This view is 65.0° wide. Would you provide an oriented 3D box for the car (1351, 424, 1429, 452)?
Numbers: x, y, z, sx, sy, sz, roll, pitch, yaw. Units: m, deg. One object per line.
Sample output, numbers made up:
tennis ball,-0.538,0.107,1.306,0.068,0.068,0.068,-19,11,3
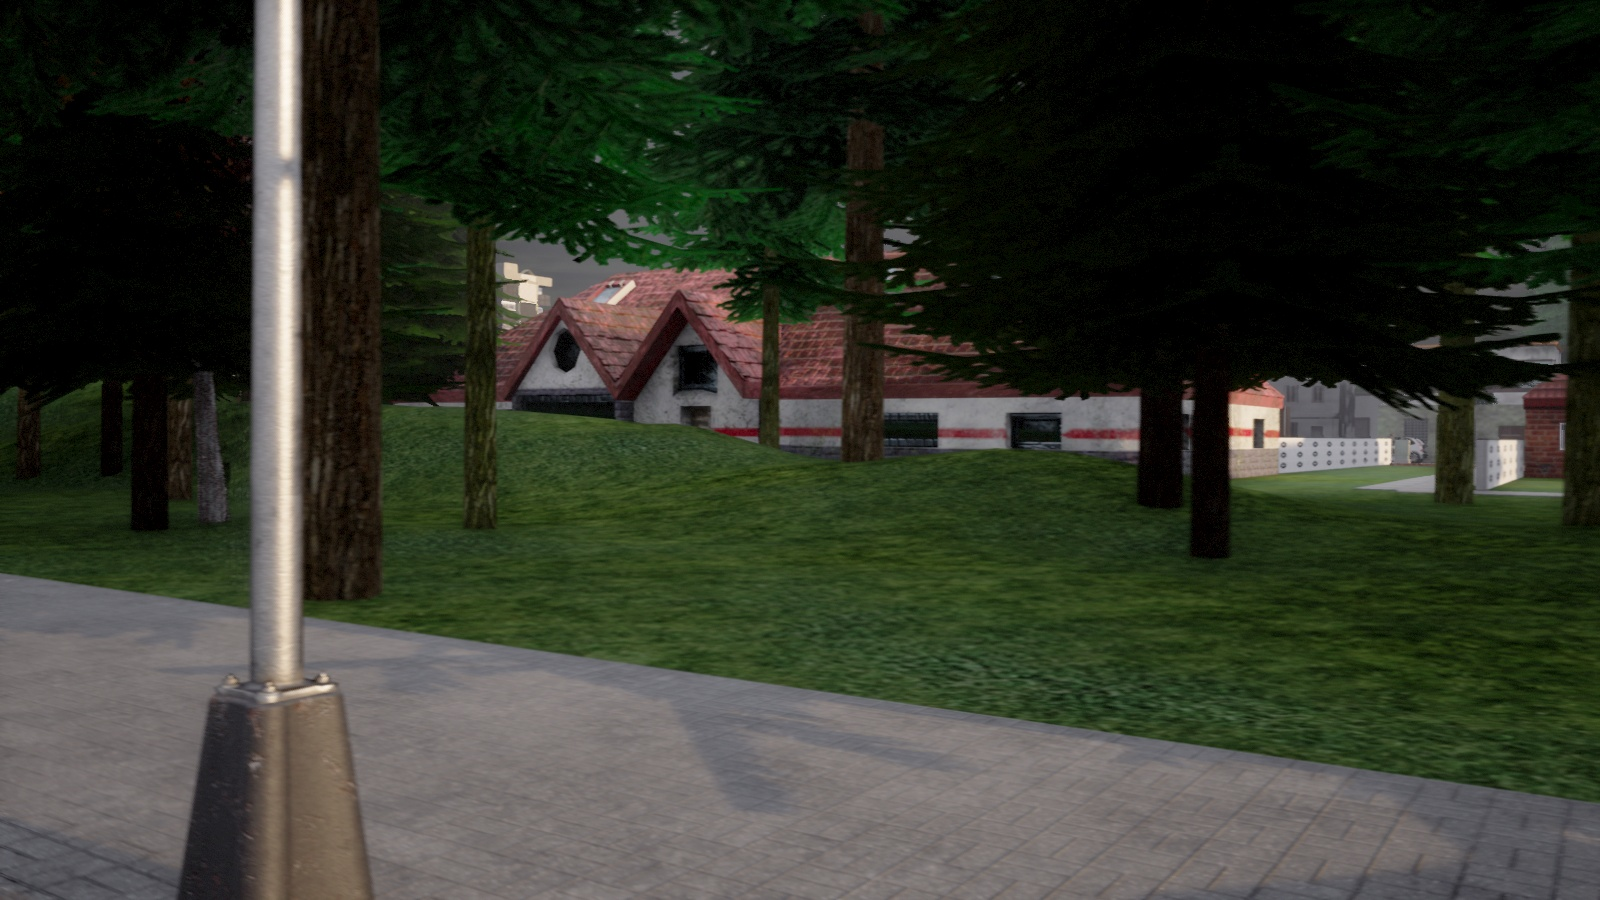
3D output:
car,35.116,-0.709,74.735,3.988,1.617,1.851,0,1,34
